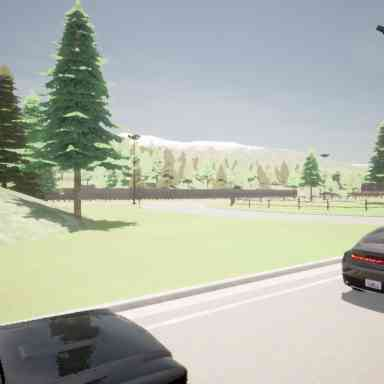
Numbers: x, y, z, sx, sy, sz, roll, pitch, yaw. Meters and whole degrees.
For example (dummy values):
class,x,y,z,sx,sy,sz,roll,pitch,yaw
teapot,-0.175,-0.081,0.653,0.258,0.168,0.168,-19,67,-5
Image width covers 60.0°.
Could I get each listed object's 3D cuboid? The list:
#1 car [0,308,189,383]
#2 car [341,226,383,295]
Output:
class,x,y,z,sx,sy,sz,roll,pitch,yaw
car,-2.284,1.601,2.120,4.718,1.301,1.895,0,0,-35
car,5.425,1.505,7.714,4.892,1.490,1.837,0,0,-35
